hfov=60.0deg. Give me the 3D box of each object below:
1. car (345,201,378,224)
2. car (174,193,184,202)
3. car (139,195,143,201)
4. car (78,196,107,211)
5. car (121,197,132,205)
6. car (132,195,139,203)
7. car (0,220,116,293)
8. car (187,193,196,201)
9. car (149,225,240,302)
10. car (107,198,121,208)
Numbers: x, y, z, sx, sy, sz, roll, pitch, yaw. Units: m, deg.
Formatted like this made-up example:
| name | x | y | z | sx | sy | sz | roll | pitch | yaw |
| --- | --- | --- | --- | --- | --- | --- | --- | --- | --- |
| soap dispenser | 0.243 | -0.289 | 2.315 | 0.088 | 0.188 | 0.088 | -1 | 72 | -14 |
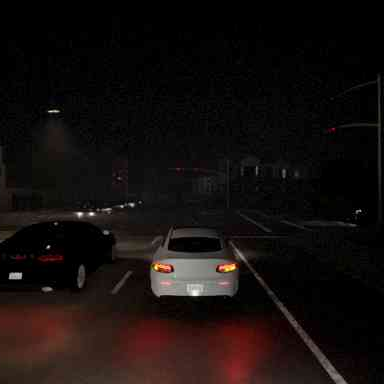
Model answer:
| name | x | y | z | sx | sy | sz | roll | pitch | yaw |
| --- | --- | --- | --- | --- | --- | --- | --- | --- | --- |
| car | 14.246 | 1.491 | 25.507 | 4.553 | 1.767 | 2.097 | 0 | -1 | 0 |
| car | -3.509 | 1.405 | 85.260 | 2.150 | 2.045 | 5.566 | 0 | 0 | 0 |
| car | -14.009 | 1.538 | 86.639 | 2.097 | 1.767 | 4.553 | 0 | 0 | 0 |
| car | -14.103 | 1.602 | 46.432 | 2.150 | 2.045 | 5.566 | 0 | -1 | 0 |
| car | -14.019 | 1.911 | 66.479 | 2.033 | 1.411 | 5.357 | 0 | 1 | 0 |
| car | -14.008 | 1.822 | 76.343 | 1.895 | 1.301 | 4.718 | 0 | 1 | 0 |
| car | -3.430 | 1.498 | 8.971 | 1.882 | 1.535 | 5.008 | 0 | 0 | 0 |
| car | -0.009 | 1.414 | 89.313 | 2.150 | 2.045 | 5.566 | 0 | -1 | 0 |
| car | 0.066 | 1.540 | 8.185 | 1.812 | 1.442 | 4.674 | 0 | 0 | 0 |
| car | -14.086 | 1.919 | 56.685 | 2.128 | 1.511 | 4.902 | 0 | 0 | 0 |
